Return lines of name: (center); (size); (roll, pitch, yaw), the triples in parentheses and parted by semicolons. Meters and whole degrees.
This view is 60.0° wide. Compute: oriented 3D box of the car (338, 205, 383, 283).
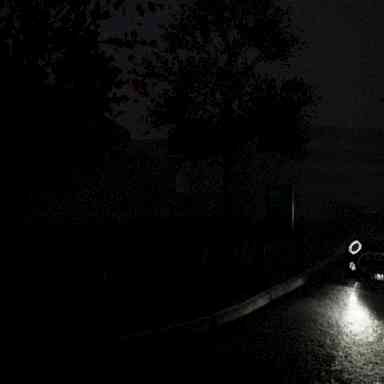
car: (5.761, 1.366, 9.311); (2.097, 1.767, 4.553); (0, 0, 35)

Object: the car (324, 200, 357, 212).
car: (19.218, 1.819, 42.432); (4.902, 1.511, 2.128); (0, 0, -19)
